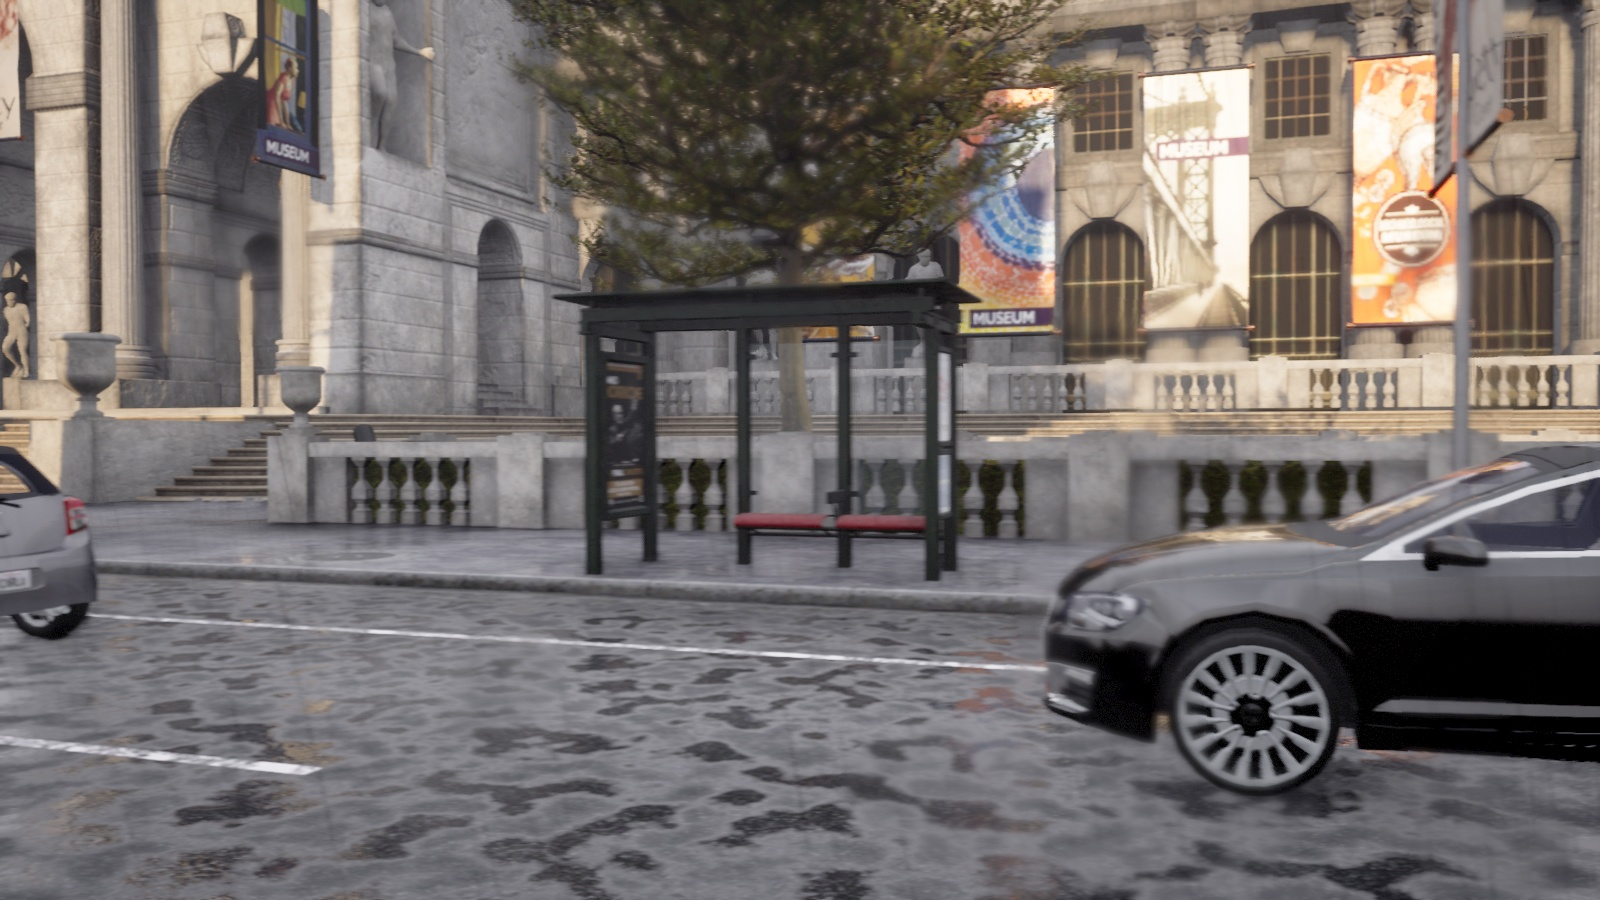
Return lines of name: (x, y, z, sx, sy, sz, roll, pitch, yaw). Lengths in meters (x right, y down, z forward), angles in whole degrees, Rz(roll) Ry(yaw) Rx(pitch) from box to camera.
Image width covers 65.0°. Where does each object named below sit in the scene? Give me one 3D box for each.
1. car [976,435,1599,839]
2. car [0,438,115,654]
car: (3.437, 0.705, 5.730, 4.902, 1.511, 2.128, 1, 1, 18)
car: (-7.275, 0.662, 9.334, 3.633, 1.501, 1.845, 0, 1, 19)
